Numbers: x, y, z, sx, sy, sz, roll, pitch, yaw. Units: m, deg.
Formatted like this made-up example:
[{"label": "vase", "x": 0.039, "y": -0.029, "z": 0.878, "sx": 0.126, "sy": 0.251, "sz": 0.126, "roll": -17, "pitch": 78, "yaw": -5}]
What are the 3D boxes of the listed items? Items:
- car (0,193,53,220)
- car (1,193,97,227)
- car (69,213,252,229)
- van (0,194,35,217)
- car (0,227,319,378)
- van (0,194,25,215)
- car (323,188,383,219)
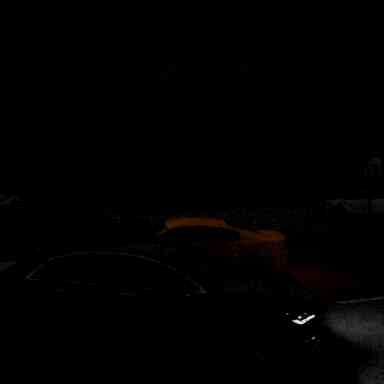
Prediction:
[{"label": "car", "x": -14.818, "y": 1.143, "z": 27.863, "sx": 2.435, "sy": 2.045, "sz": 5.566, "roll": 0, "pitch": 0, "yaw": 27}, {"label": "car", "x": -8.700, "y": 1.126, "z": 21.478, "sx": 2.435, "sy": 2.045, "sz": 5.566, "roll": -1, "pitch": 0, "yaw": 27}, {"label": "car", "x": -0.189, "y": 1.395, "z": 8.174, "sx": 5.008, "sy": 1.535, "sz": 1.882, "roll": -1, "pitch": 2, "yaw": -4}, {"label": "van", "x": -16.799, "y": 1.174, "z": 30.144, "sx": 1.878, "sy": 1.987, "sz": 4.442, "roll": -1, "pitch": 0, "yaw": 27}, {"label": "car", "x": -0.686, "y": 1.466, "z": 5.026, "sx": 4.892, "sy": 1.490, "sz": 1.837, "roll": -1, "pitch": 2, "yaw": 10}, {"label": "van", "x": -18.835, "y": 1.180, "z": 32.291, "sx": 1.878, "sy": 1.987, "sz": 4.442, "roll": -1, "pitch": 0, "yaw": 27}, {"label": "car", "x": 11.858, "y": 0.809, "z": 22.552, "sx": 5.566, "sy": 2.045, "sz": 2.435, "roll": -1, "pitch": 0, "yaw": 28}]
